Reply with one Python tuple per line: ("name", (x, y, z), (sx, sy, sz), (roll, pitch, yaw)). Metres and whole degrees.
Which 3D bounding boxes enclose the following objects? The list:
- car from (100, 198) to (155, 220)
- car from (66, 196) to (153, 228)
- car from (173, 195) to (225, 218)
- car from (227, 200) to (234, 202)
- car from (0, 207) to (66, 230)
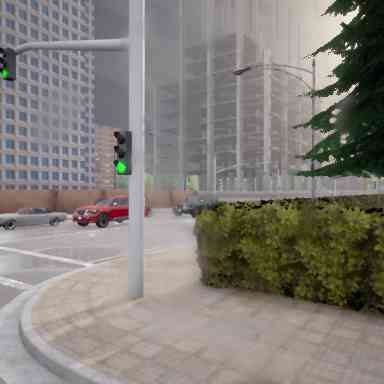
("car", (-5.548, 1.409, 29.151), (2.097, 1.767, 4.553), (0, 0, 36))
("car", (-5.523, 1.277, 23.188), (2.150, 2.045, 5.566), (0, 0, 33))
("car", (0.517, 1.276, 31.612), (2.150, 2.045, 5.566), (0, 0, 36))
("car", (4.139, 1.663, 42.620), (1.895, 1.301, 4.718), (0, 0, 35))
("car", (-10.765, 1.656, 21.823), (1.895, 1.301, 4.718), (0, 0, 36))
